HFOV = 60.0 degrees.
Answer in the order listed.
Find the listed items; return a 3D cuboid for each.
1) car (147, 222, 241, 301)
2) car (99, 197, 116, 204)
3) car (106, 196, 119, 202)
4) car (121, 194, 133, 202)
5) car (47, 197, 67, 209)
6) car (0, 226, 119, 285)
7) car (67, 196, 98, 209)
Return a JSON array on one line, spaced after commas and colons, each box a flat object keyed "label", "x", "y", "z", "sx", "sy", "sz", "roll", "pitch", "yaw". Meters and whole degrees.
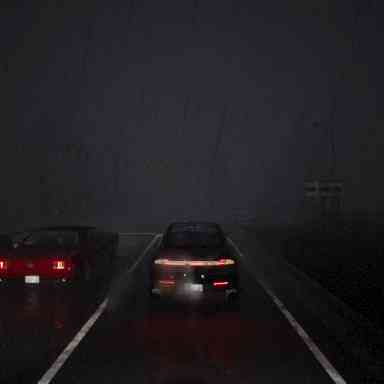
[{"label": "car", "x": 0.060, "y": 1.492, "z": 8.329, "sx": 2.128, "sy": 1.511, "sz": 4.902, "roll": 0, "pitch": 0, "yaw": 0}, {"label": "car", "x": -15.044, "y": 1.563, "z": 60.829, "sx": 1.994, "sy": 1.385, "sz": 4.181, "roll": 0, "pitch": 0, "yaw": 0}, {"label": "car", "x": -18.475, "y": 1.587, "z": 77.107, "sx": 1.895, "sy": 1.301, "sz": 4.718, "roll": 0, "pitch": 0, "yaw": 0}, {"label": "car", "x": -14.975, "y": 1.348, "z": 76.366, "sx": 2.097, "sy": 1.767, "sz": 4.553, "roll": 0, "pitch": 0, "yaw": 0}, {"label": "car", "x": -18.577, "y": 1.477, "z": 45.806, "sx": 1.882, "sy": 1.535, "sz": 5.008, "roll": 0, "pitch": 0, "yaw": 0}, {"label": "car", "x": -3.432, "y": 1.601, "z": 9.415, "sx": 1.895, "sy": 1.301, "sz": 4.718, "roll": 0, "pitch": 0, "yaw": 0}, {"label": "car", "x": -15.076, "y": 1.352, "z": 46.048, "sx": 2.097, "sy": 1.767, "sz": 4.553, "roll": 0, "pitch": 0, "yaw": 0}]
